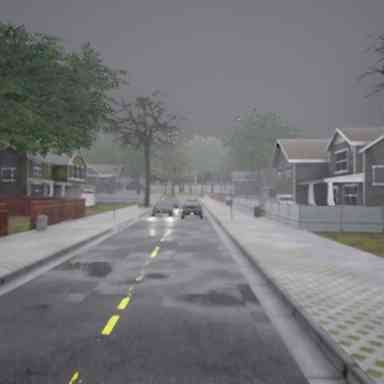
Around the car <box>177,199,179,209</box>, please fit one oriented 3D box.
[{"bbox_3d":[-2.733,1.493,45.989,1.837,1.490,4.892,0,0,0],"label":"car"}]

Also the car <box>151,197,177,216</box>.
[{"bbox_3d":[-2.739,1.489,32.213,1.837,1.490,4.892,0,0,0],"label":"car"}]

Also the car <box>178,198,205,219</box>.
[{"bbox_3d":[0.024,1.490,29.203,1.837,1.490,4.892,0,0,0],"label":"car"}]

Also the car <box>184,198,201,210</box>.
[{"bbox_3d":[0.065,1.520,43.174,2.033,1.411,5.357,0,0,1],"label":"car"}]
